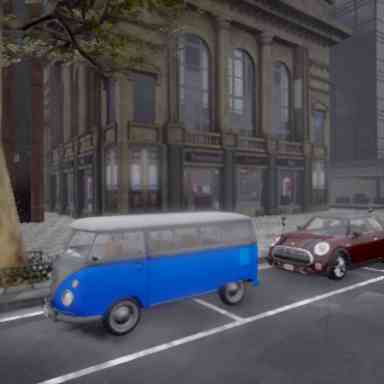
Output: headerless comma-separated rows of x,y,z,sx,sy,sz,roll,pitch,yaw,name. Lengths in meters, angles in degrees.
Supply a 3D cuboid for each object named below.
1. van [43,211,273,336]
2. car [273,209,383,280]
-0.537,1.311,6.340,3.998,1.788,1.690,-1,0,-35,van
4.092,1.356,9.562,4.097,1.590,1.967,-1,0,-35,car
